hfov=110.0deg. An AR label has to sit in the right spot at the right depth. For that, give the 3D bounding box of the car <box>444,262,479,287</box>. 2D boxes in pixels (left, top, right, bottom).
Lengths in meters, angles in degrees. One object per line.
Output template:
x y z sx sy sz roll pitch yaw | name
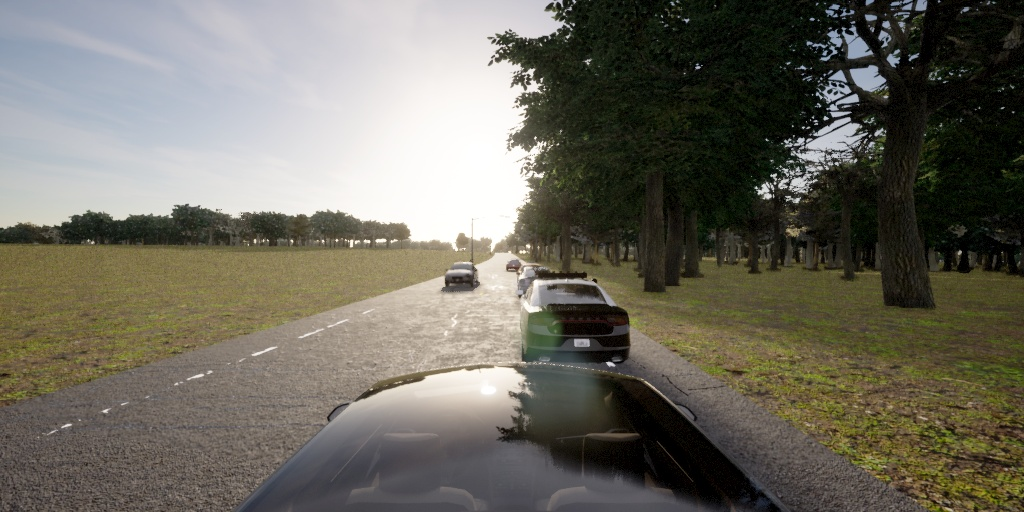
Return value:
-3.312 1.203 24.235 1.837 1.490 4.892 0 0 0 | car

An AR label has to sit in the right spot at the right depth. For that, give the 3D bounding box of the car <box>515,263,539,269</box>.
1.210 1.245 18.156 1.812 1.442 4.674 0 0 0 | car

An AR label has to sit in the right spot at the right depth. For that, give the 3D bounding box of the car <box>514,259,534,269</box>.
1.246 1.153 24.349 1.801 1.575 5.366 0 0 0 | car

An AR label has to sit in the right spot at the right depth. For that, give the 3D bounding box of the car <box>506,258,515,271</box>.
0.266 1.147 46.552 1.994 1.385 4.181 0 0 2 | car

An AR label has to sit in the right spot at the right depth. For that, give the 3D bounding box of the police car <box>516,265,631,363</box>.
1.131 1.168 8.260 1.930 1.638 5.238 0 0 1 | police car
